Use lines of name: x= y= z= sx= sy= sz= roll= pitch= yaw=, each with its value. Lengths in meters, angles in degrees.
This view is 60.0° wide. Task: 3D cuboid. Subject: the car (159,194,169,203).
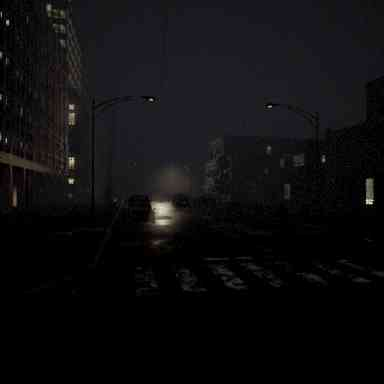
car: x=-4.963 y=1.256 z=61.179 sx=1.837 sy=1.490 sz=4.892 roll=0 pitch=0 yaw=-11

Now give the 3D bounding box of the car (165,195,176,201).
car: x=-4.787 y=1.286 z=73.899 sx=1.947 sy=1.339 sz=4.313 roll=1 pitch=0 yaw=-11

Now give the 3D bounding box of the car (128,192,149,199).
car: x=-4.592 y=1.162 z=28.819 sx=2.192 sy=1.841 sz=5.009 roll=1 pitch=0 yaw=-11

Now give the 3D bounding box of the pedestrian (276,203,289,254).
pedestrian: x=3.208 y=1.245 z=11.767 sx=0.375 sy=1.860 sz=0.375 roll=1 pitch=0 yaw=-11

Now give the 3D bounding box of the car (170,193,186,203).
car: x=-2.679 y=1.076 z=63.026 sx=2.192 sy=1.841 sz=5.009 roll=1 pitch=0 yaw=-11

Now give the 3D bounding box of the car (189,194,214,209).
car: x=1.531 y=1.162 z=41.282 sx=2.192 sy=1.841 sz=5.009 roll=1 pitch=0 yaw=-11

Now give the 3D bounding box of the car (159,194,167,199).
car: x=-7.945 y=1.244 z=90.207 sx=1.802 sy=1.307 sz=4.206 roll=1 pitch=0 yaw=-11

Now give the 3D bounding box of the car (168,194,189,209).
car: x=-1.408 y=1.371 z=42.842 sx=2.033 sy=1.411 sz=5.357 roll=0 pitch=0 yaw=-11

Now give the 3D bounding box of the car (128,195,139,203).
car: x=-10.910 y=1.281 z=61.436 sx=1.947 sy=1.339 sz=4.313 roll=1 pitch=0 yaw=-11

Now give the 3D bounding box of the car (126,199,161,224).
car: x=-3.542 y=1.422 z=23.384 sx=2.008 sy=1.369 sz=4.403 roll=1 pitch=0 yaw=-11

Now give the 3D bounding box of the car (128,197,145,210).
car: x=-6.699 y=1.345 z=39.692 sx=1.887 sy=1.381 sz=4.507 roll=1 pitch=0 yaw=-11

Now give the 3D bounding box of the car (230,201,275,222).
car: x=4.654 y=1.441 z=25.141 sx=1.752 sy=1.417 sz=4.829 roll=1 pitch=0 yaw=-11

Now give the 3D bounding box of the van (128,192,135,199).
van: x=-16.171 y=0.957 z=88.615 sx=1.690 sy=1.788 sz=3.998 roll=1 pitch=0 yaw=-11

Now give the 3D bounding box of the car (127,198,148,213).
car: x=-5.647 y=1.374 z=34.256 sx=2.008 sy=1.369 sz=4.403 roll=1 pitch=0 yaw=-11

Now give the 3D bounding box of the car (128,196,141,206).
car: x=-8.772 y=1.283 z=50.397 sx=1.752 sy=1.417 sz=4.829 roll=1 pitch=0 yaw=-11

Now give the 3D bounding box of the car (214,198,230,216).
car: x=3.634 y=1.475 z=30.411 sx=1.802 sy=1.307 sz=4.206 roll=1 pitch=0 yaw=-11
